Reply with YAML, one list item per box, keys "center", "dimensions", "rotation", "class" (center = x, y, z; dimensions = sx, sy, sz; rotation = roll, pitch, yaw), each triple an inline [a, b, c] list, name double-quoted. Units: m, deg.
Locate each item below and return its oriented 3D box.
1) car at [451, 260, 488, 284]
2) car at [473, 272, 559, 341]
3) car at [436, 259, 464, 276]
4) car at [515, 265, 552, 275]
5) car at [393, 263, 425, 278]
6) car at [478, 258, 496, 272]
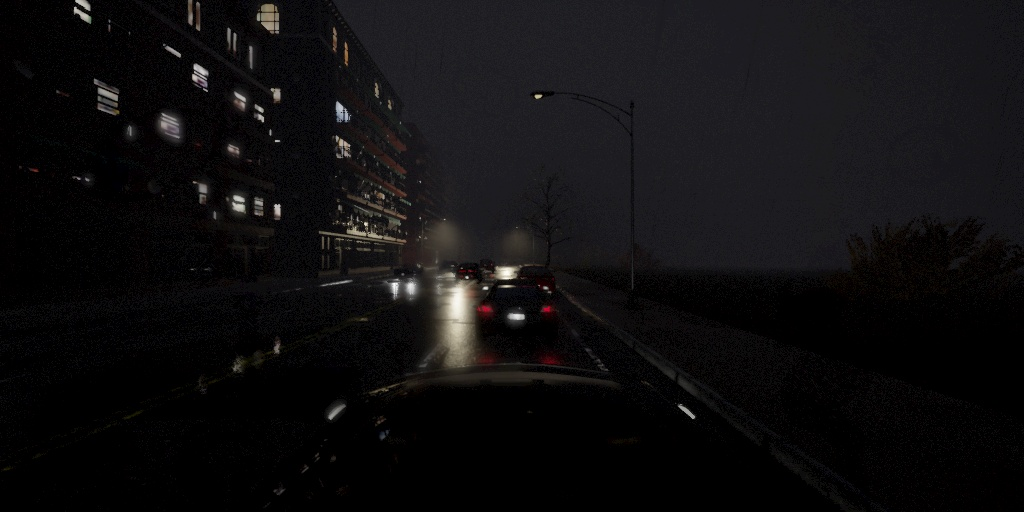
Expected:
- center: [-3.135, 1.255, 27.386]
  dimensions: [1.837, 1.490, 4.892]
  rotation: [0, 0, 0]
  class: "car"
- center: [0.107, 1.315, 9.929]
  dimensions: [1.994, 1.385, 4.181]
  rotation: [0, 0, 0]
  class: "car"
- center: [-6.590, 1.278, 37.832]
  dimensions: [1.812, 1.442, 4.674]
  rotation: [0, 0, 0]
  class: "car"
- center: [1.148, 1.230, 18.849]
  dimensions: [1.882, 1.535, 5.008]
  rotation: [0, 0, 0]
  class: "car"
- center: [-9.831, 1.353, 34.496]
  dimensions: [1.895, 1.301, 4.718]
  rotation: [0, 0, 0]
  class: "car"
- center: [-3.127, 1.104, 44.481]
  dimensions: [2.097, 1.767, 4.553]
  rotation: [0, 0, 1]
  class: "car"
